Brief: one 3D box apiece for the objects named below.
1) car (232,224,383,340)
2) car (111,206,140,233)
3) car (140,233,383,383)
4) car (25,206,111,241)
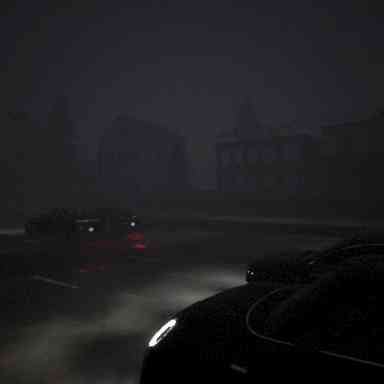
[{"bbox_3d":[3.324,1.509,5.921,4.892,1.490,1.837,-1,0,35],"label":"car"},{"bbox_3d":[-5.407,1.631,20.746,4.892,1.490,1.837,-1,0,36],"label":"car"},{"bbox_3d":[1.697,1.352,2.781,4.553,1.767,2.097,-1,0,35],"label":"car"},{"bbox_3d":[-6.841,1.612,17.470,4.902,1.511,2.128,-1,0,35],"label":"car"}]
